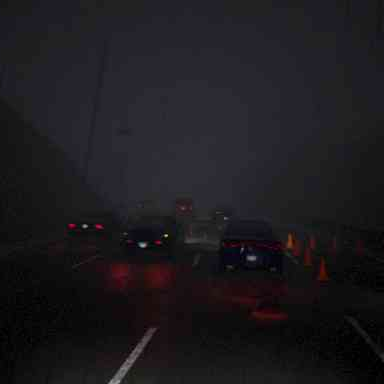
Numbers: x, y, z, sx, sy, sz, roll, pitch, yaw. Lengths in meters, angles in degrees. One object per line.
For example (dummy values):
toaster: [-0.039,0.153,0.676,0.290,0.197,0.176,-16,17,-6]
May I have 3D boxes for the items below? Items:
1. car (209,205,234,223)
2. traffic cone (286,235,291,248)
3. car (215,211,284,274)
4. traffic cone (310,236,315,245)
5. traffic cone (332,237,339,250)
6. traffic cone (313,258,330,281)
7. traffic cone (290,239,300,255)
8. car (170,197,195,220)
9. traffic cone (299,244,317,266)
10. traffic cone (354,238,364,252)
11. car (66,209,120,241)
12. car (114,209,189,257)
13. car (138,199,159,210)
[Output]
car: [2.657,1.909,29.413,1.837,1.490,4.892,2,-1,-1]
traffic cone: [4.542,2.269,15.392,0.340,0.580,0.340,2,-1,8]
car: [1.897,1.663,11.403,1.882,1.535,5.008,2,-1,7]
traffic cone: [5.532,2.299,15.254,0.340,0.580,0.340,2,-1,8]
traffic cone: [6.522,2.330,15.117,0.340,0.580,0.340,2,-1,8]
traffic cone: [3.718,2.178,9.450,0.340,0.580,0.340,2,-1,8]
traffic cone: [4.267,2.239,13.411,0.340,0.580,0.340,2,-1,8]
car: [-0.888,1.536,31.705,2.150,2.045,5.566,2,-1,-2]
traffic cone: [3.992,2.209,11.430,0.340,0.580,0.340,2,-1,8]
traffic cone: [7.512,2.360,14.979,0.340,0.580,0.340,2,-1,8]
car: [-4.553,1.588,17.149,2.033,1.411,5.357,2,-1,4]
car: [-1.410,1.627,13.499,1.812,1.442,4.674,2,-1,6]
car: [-4.760,1.596,36.688,2.097,1.767,4.553,2,-1,-4]
